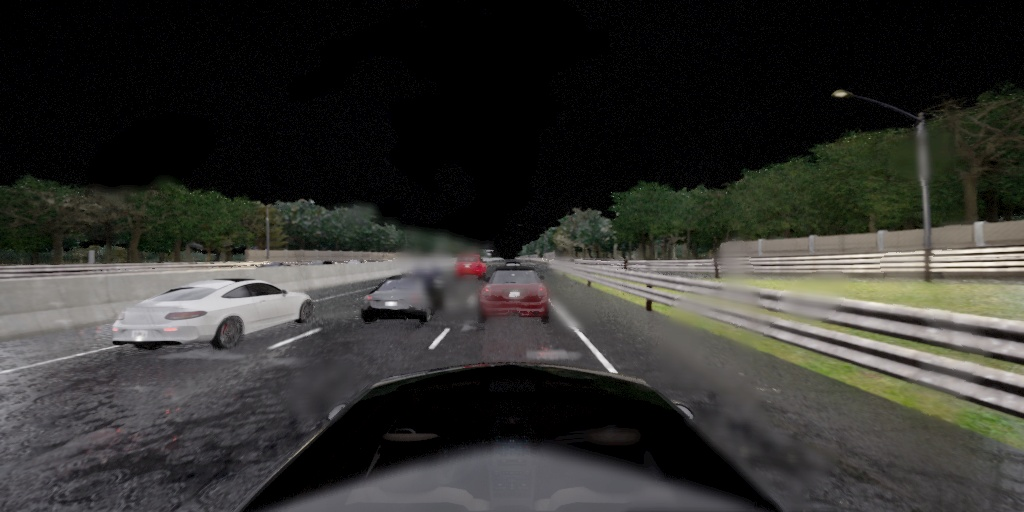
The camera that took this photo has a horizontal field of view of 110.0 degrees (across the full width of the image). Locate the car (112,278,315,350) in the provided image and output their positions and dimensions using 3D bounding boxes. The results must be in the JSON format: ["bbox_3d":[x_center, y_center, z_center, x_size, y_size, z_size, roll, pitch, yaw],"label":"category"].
[{"bbox_3d":[-6.903,1.277,8.952,1.812,1.442,4.674,0,0,0],"label":"car"}]

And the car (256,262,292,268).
[{"bbox_3d":[-24.575,1.315,37.093,1.994,1.385,4.181,0,0,0],"label":"car"}]

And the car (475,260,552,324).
[{"bbox_3d":[0.096,1.104,12.191,2.097,1.767,4.553,0,0,0],"label":"car"}]

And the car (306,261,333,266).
[{"bbox_3d":[-21.059,1.259,39.238,1.837,1.490,4.892,0,-1,1],"label":"car"}]

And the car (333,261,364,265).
[{"bbox_3d":[-17.551,1.278,39.932,1.812,1.442,4.674,0,0,1],"label":"car"}]

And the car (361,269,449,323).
[{"bbox_3d":[-3.403,1.316,12.102,1.994,1.385,4.181,0,0,0],"label":"car"}]

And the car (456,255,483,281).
[{"bbox_3d":[-3.409,0.971,30.653,2.150,2.045,5.566,0,0,0],"label":"car"}]

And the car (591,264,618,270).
[{"bbox_3d":[11.929,1.197,46.646,1.994,1.385,4.181,0,0,-20],"label":"car"}]

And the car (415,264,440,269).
[{"bbox_3d":[-6.909,1.350,29.636,1.895,1.301,4.718,0,0,0],"label":"car"}]
